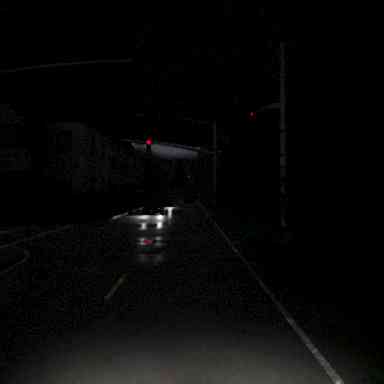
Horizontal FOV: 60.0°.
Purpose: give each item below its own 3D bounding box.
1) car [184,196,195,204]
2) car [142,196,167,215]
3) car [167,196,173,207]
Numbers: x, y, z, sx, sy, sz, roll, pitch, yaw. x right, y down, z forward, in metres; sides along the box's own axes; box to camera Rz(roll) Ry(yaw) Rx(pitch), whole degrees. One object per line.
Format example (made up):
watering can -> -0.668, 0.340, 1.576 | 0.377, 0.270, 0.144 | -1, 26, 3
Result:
car -> -0.419, 1.402, 59.294 | 2.128, 1.511, 4.902 | 0, 0, 0
car -> -3.825, 1.457, 33.459 | 1.837, 1.490, 4.892 | 0, 1, 0
car -> -3.914, 1.433, 49.692 | 1.837, 1.490, 4.892 | 0, 0, 0
